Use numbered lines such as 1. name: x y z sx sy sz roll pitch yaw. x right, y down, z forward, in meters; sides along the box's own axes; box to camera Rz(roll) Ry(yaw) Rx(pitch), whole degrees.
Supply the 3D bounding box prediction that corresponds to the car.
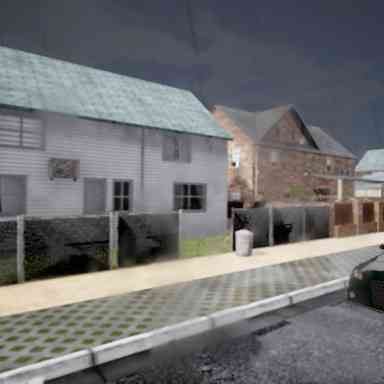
1. car: 4.925 1.547 6.602 4.181 1.385 1.994 0 0 -36
